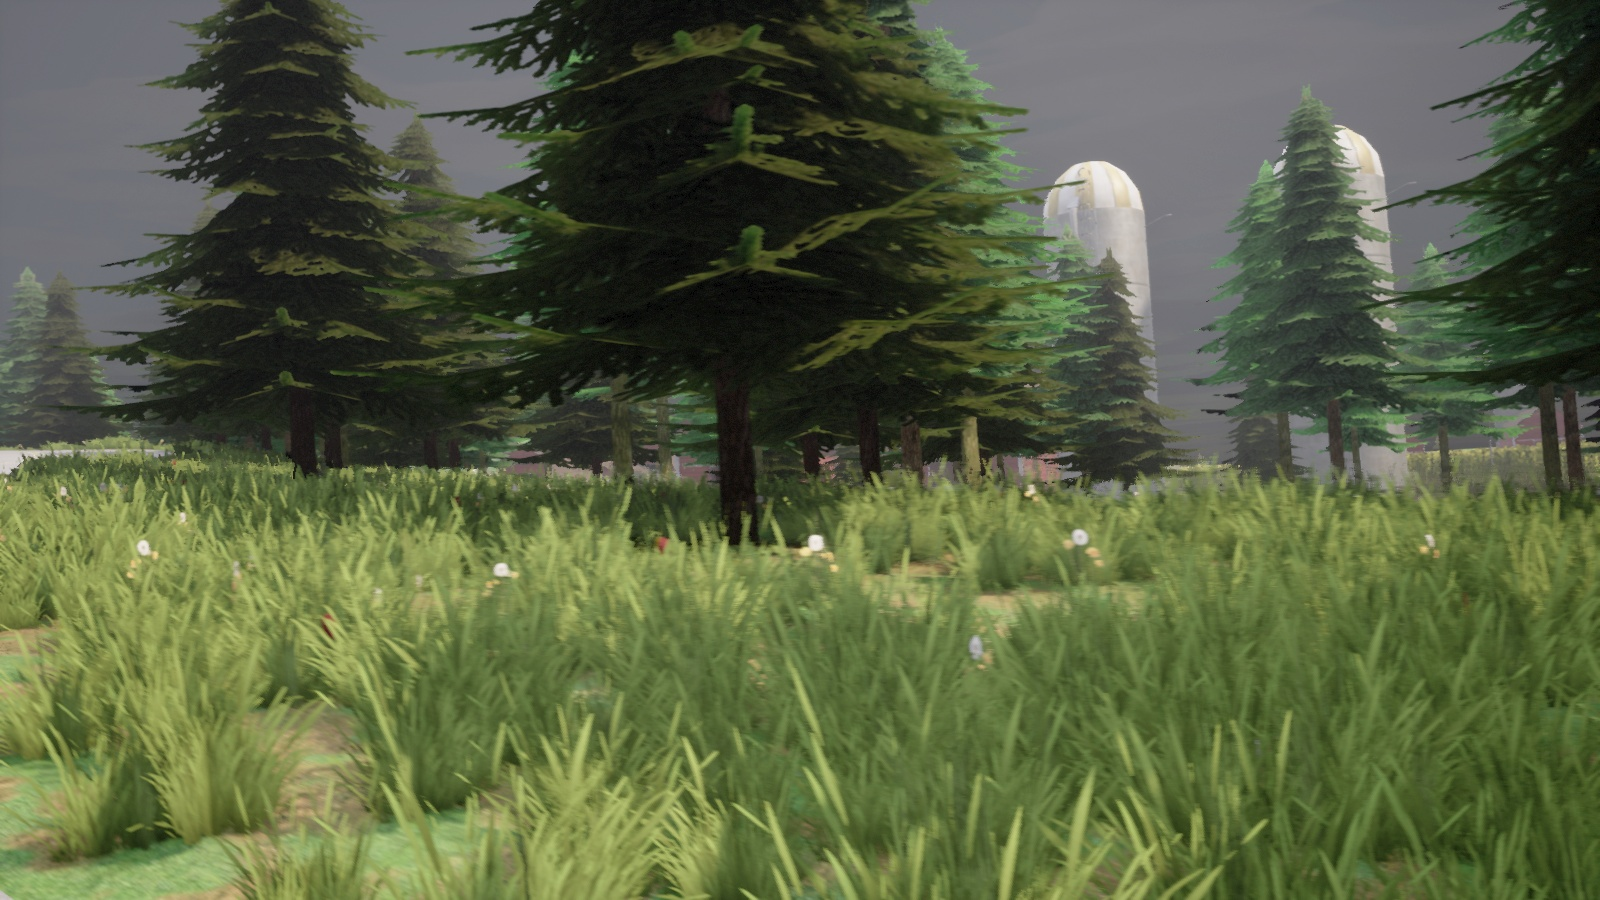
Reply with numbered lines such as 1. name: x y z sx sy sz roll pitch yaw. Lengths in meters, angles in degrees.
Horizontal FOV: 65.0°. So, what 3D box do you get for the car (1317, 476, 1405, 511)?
1. car: 33.489 2.594 75.079 4.611 1.667 2.242 -5 -2 22
